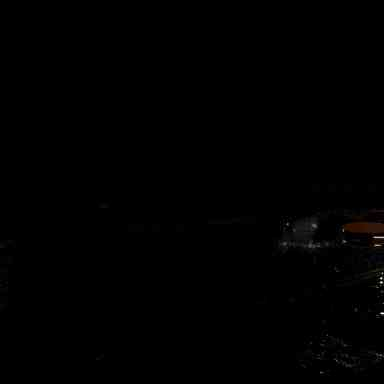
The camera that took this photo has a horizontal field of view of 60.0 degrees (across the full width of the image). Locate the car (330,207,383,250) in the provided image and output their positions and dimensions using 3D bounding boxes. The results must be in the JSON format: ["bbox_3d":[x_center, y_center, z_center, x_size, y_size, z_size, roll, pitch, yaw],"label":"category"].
[{"bbox_3d":[7.931,1.440,13.326,5.008,1.535,1.882,0,0,-35],"label":"car"}]

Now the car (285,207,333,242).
[{"bbox_3d":[6.587,1.485,16.360,4.674,1.442,1.812,0,0,-35],"label":"car"}]
